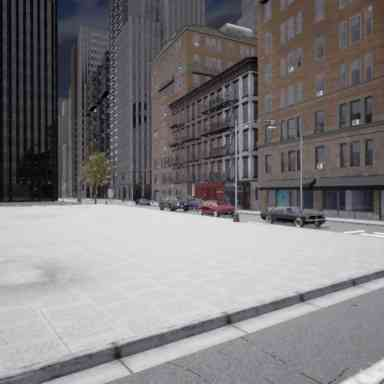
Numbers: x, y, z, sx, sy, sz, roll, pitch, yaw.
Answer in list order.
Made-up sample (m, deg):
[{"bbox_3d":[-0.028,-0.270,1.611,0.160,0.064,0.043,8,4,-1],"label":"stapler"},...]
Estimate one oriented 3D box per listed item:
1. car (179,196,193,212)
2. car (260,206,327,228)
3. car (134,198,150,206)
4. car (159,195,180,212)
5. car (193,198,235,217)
[{"bbox_3d":[0.623,1.523,41.961,2.097,1.767,4.553,0,0,-26],"label":"car"},{"bbox_3d":[6.920,1.675,23.068,1.895,1.301,4.718,0,0,-26],"label":"car"},{"bbox_3d":[-9.328,1.874,62.170,1.994,1.385,4.181,0,-1,-26],"label":"car"},{"bbox_3d":[-2.392,1.410,41.993,2.150,2.045,5.566,0,0,-27],"label":"car"},{"bbox_3d":[2.288,1.607,32.466,1.882,1.535,5.008,0,0,-26],"label":"car"}]
